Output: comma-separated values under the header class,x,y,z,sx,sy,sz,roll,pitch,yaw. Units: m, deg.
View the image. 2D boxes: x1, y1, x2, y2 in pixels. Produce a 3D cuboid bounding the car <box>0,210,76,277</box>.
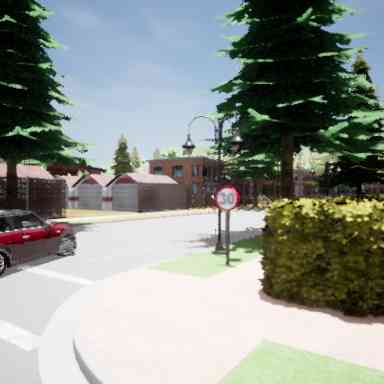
class,x,y,z,sx,sy,sz,roll,pitch,yaw
car,-5.556,1.323,10.213,2.097,1.767,4.553,1,0,13
